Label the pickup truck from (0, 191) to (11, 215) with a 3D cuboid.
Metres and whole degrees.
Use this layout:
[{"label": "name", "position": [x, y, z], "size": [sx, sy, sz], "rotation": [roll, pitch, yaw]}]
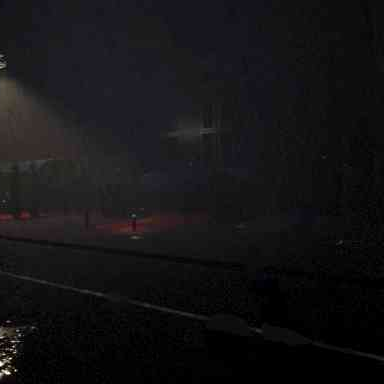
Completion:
[{"label": "pickup truck", "position": [-17.507, 0.928, 30.095], "size": [2.390, 2.098, 6.274], "rotation": [-1, 1, -28]}]
